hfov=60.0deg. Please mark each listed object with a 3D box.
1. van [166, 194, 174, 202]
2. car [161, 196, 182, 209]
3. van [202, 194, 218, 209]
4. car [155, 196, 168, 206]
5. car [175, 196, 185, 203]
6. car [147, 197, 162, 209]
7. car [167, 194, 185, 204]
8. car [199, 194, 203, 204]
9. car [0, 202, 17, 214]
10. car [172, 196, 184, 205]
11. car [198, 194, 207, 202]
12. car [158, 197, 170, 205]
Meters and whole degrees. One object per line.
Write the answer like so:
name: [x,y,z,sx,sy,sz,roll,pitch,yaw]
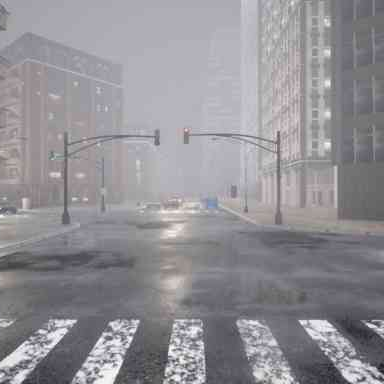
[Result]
van: [-5.150,1.474,79.311,1.690,1.788,3.998,0,0,0]
car: [-2.737,1.644,45.127,1.895,1.301,4.718,0,0,0]
van: [2.663,1.386,45.982,1.690,1.788,3.998,0,0,0]
car: [-5.196,1.510,57.103,1.967,1.590,4.097,0,0,0]
car: [-2.599,1.669,73.975,1.994,1.385,4.181,0,0,0]
car: [-5.219,1.570,45.828,1.752,1.417,4.829,0,0,0]
car: [-2.713,1.415,54.253,2.097,1.767,4.553,0,0,0]
car: [2.707,1.644,68.191,1.887,1.381,4.507,0,0,0]
car: [-21.071,1.789,36.702,4.718,1.301,1.895,-1,-1,41]
car: [-2.666,1.580,64.093,2.128,1.511,4.902,0,0,1]
car: [2.739,1.467,84.850,2.192,1.841,5.009,0,0,0]
car: [-5.185,1.650,62.655,1.947,1.339,4.313,0,0,0]
